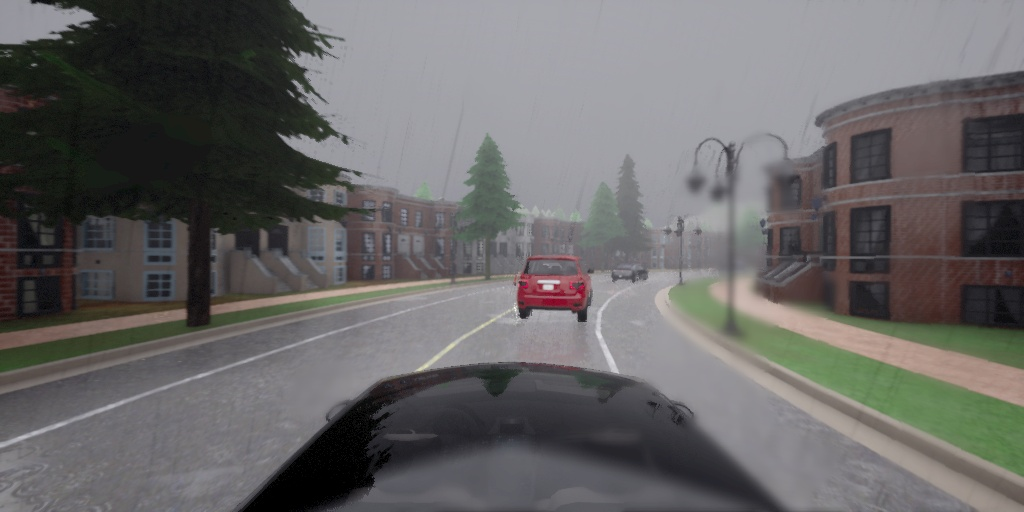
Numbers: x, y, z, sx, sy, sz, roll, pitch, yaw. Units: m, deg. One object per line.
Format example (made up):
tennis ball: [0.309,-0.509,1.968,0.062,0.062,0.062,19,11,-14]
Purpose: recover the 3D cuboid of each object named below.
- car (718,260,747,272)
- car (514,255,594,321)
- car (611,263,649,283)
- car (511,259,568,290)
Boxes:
car: [32.486,1.429,52.775,4.553,1.767,2.097,1,0,-31]
car: [1.694,0.996,12.881,2.150,2.045,5.566,0,0,14]
car: [9.708,1.345,29.315,2.128,1.511,4.902,1,0,36]
car: [1.941,1.137,23.652,2.097,1.767,4.553,1,0,28]
